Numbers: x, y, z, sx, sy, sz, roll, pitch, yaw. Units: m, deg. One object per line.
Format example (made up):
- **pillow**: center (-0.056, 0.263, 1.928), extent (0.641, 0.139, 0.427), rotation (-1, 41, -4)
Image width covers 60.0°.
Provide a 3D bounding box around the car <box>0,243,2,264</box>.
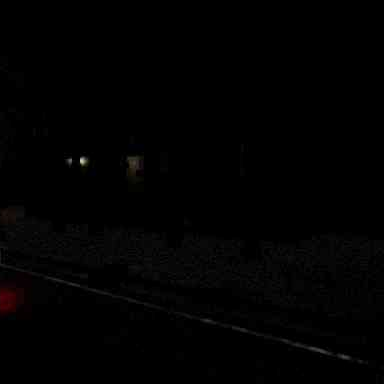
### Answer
- **car**: center (-7.340, 1.524, 9.506), extent (5.008, 1.535, 1.882), rotation (0, 0, 37)
